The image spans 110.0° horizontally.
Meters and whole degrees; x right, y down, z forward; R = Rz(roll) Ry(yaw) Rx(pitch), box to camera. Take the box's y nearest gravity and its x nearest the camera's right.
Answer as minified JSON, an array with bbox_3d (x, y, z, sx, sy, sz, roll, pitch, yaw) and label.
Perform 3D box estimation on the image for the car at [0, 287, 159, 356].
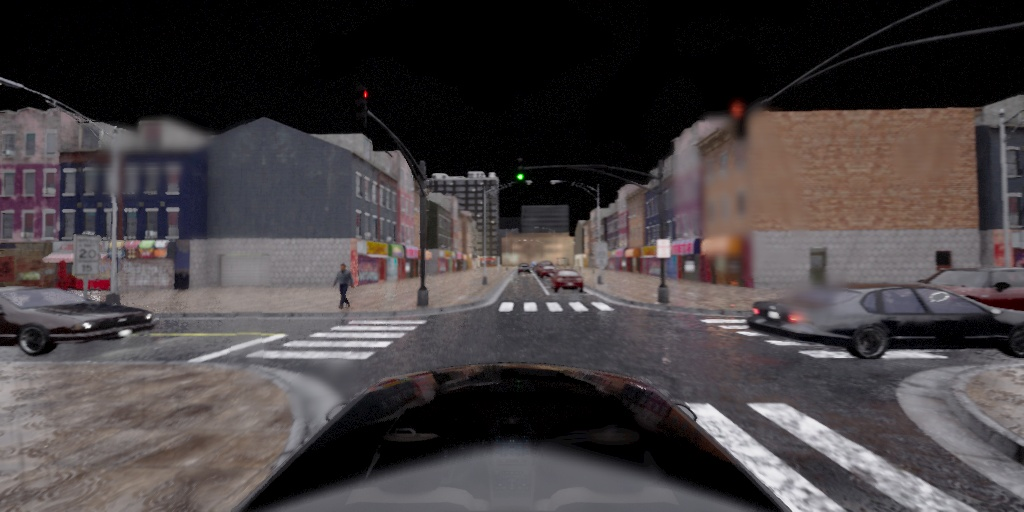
[{"bbox_3d":[-11.772,1.439,8.391,5.357,1.411,2.033,0,-1,-2],"label":"car"}]

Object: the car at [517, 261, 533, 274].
[{"bbox_3d":[1.786,1.851,52.987,1.837,1.490,4.892,-1,-1,2],"label":"car"}]

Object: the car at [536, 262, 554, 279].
[{"bbox_3d":[3.961,1.694,39.068,1.888,1.381,4.507,0,0,2],"label":"car"}]

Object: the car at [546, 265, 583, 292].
[{"bbox_3d":[3.413,1.501,22.767,1.888,1.381,4.507,0,0,2],"label":"car"}]

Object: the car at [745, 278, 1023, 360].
[{"bbox_3d":[8.086,1.287,7.663,5.357,1.411,2.033,0,-1,0],"label":"car"}]

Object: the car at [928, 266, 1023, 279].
[{"bbox_3d":[13.663,1.117,10.606,4.553,1.767,2.097,0,-1,2],"label":"car"}]

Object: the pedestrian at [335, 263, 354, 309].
[{"bbox_3d":[-6.458,1.114,13.828,0.375,1.860,0.375,-1,-1,2],"label":"pedestrian"}]

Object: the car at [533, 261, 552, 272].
[{"bbox_3d":[4.144,1.530,44.502,2.192,1.841,5.009,0,0,2],"label":"car"}]
